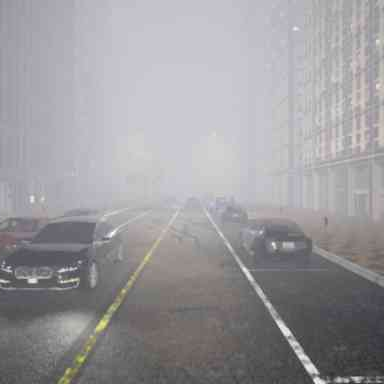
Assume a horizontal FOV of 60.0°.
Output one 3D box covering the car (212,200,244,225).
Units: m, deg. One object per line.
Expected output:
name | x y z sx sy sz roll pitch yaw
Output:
car | 2.694 1.466 22.735 1.947 1.339 4.313 0 0 0

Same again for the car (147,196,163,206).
car | -5.685 1.309 51.208 2.008 1.369 4.403 0 0 0

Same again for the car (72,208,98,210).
car | -5.687 1.492 17.052 1.947 1.339 4.313 0 0 0

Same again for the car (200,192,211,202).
car | 2.698 0.981 68.272 2.192 1.841 5.009 0 0 0

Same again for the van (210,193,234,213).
van | 2.695 1.215 28.428 1.690 1.788 3.998 0 0 0

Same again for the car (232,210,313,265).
car | 2.693 1.517 11.351 1.947 1.339 4.313 0 0 0

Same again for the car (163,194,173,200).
car | -5.684 1.168 79.670 1.947 1.339 4.313 0 0 0

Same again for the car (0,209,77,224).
car | -5.687 1.496 11.359 1.887 1.381 4.507 0 0 0

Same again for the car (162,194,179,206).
car | -3.076 1.269 50.057 1.837 1.490 4.892 0 0 0

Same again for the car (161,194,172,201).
car | -5.684 1.185 73.977 2.008 1.369 4.403 0 0 0

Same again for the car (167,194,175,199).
car | -5.683 1.117 91.052 1.802 1.307 4.206 0 0 0

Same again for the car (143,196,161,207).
car | -5.685 1.315 45.345 1.752 1.417 4.829 0 0 0

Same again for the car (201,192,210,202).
car | 2.697 1.043 56.887 2.192 1.841 5.009 0 0 0

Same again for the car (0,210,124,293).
car | -3.100 1.467 8.902 1.837 1.490 4.892 0 0 0

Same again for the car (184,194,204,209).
car | 0.100 1.289 40.938 1.882 1.535 5.008 0 0 0

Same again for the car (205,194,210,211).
car | 2.695 1.286 34.119 1.967 1.590 4.097 0 0 0
